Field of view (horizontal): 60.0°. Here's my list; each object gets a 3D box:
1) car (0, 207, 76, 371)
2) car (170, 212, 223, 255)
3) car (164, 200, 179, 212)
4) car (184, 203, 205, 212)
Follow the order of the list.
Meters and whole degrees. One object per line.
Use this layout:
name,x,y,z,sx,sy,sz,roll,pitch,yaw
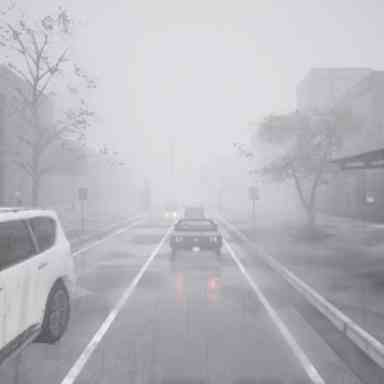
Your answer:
car,-3.088,1.243,3.560,2.150,2.045,5.566,0,-1,0
car,0.155,1.729,13.915,1.895,1.301,4.718,0,-1,0
car,-2.884,1.960,47.206,2.128,1.511,4.902,0,-1,1
car,0.230,1.797,32.313,1.882,1.535,5.008,0,-1,0
